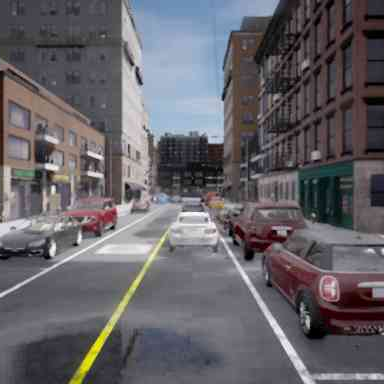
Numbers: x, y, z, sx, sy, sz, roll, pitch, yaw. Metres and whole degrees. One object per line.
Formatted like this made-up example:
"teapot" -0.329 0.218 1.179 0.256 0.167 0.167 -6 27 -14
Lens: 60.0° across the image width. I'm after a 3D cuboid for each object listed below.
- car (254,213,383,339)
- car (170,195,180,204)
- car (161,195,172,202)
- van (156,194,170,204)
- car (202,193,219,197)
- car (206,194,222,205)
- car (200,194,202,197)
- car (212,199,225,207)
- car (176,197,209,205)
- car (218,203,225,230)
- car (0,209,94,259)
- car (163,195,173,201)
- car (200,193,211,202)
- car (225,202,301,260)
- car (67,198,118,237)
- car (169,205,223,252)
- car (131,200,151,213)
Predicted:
"car" 2.649 1.423 6.569 1.967 1.590 4.097 0 0 0
"car" -2.705 1.376 58.092 1.812 1.442 4.674 0 0 1
"car" -5.270 1.375 68.864 2.008 1.369 4.403 0 0 0
"van" -5.289 1.193 57.540 1.690 1.788 3.998 0 0 0
"car" 3.064 1.094 48.605 2.150 2.045 5.566 0 0 0
"car" 3.096 1.348 41.765 1.801 1.575 5.366 0 0 0
"car" 2.746 1.404 63.189 1.947 1.339 4.313 0 0 0
"car" 2.678 1.463 23.725 1.752 1.417 4.829 0 0 0
"car" 0.093 1.419 27.896 2.128 1.511 4.902 0 0 1
"car" 2.668 1.519 17.894 1.947 1.339 4.313 0 0 0
"car" -5.367 1.519 12.246 2.008 1.369 4.403 0 0 0
"car" -5.260 1.376 74.527 1.947 1.339 4.313 0 0 0
"car" 2.755 1.139 68.850 2.192 1.841 5.009 0 0 0
"car" 2.658 1.283 12.231 2.192 1.841 5.009 0 0 0
"car" -5.357 1.269 17.907 2.192 1.841 5.009 0 0 0
"car" 0.073 1.489 13.642 1.812 1.442 4.674 0 0 0
"car" -5.328 1.491 34.894 1.802 1.307 4.206 0 0 0
